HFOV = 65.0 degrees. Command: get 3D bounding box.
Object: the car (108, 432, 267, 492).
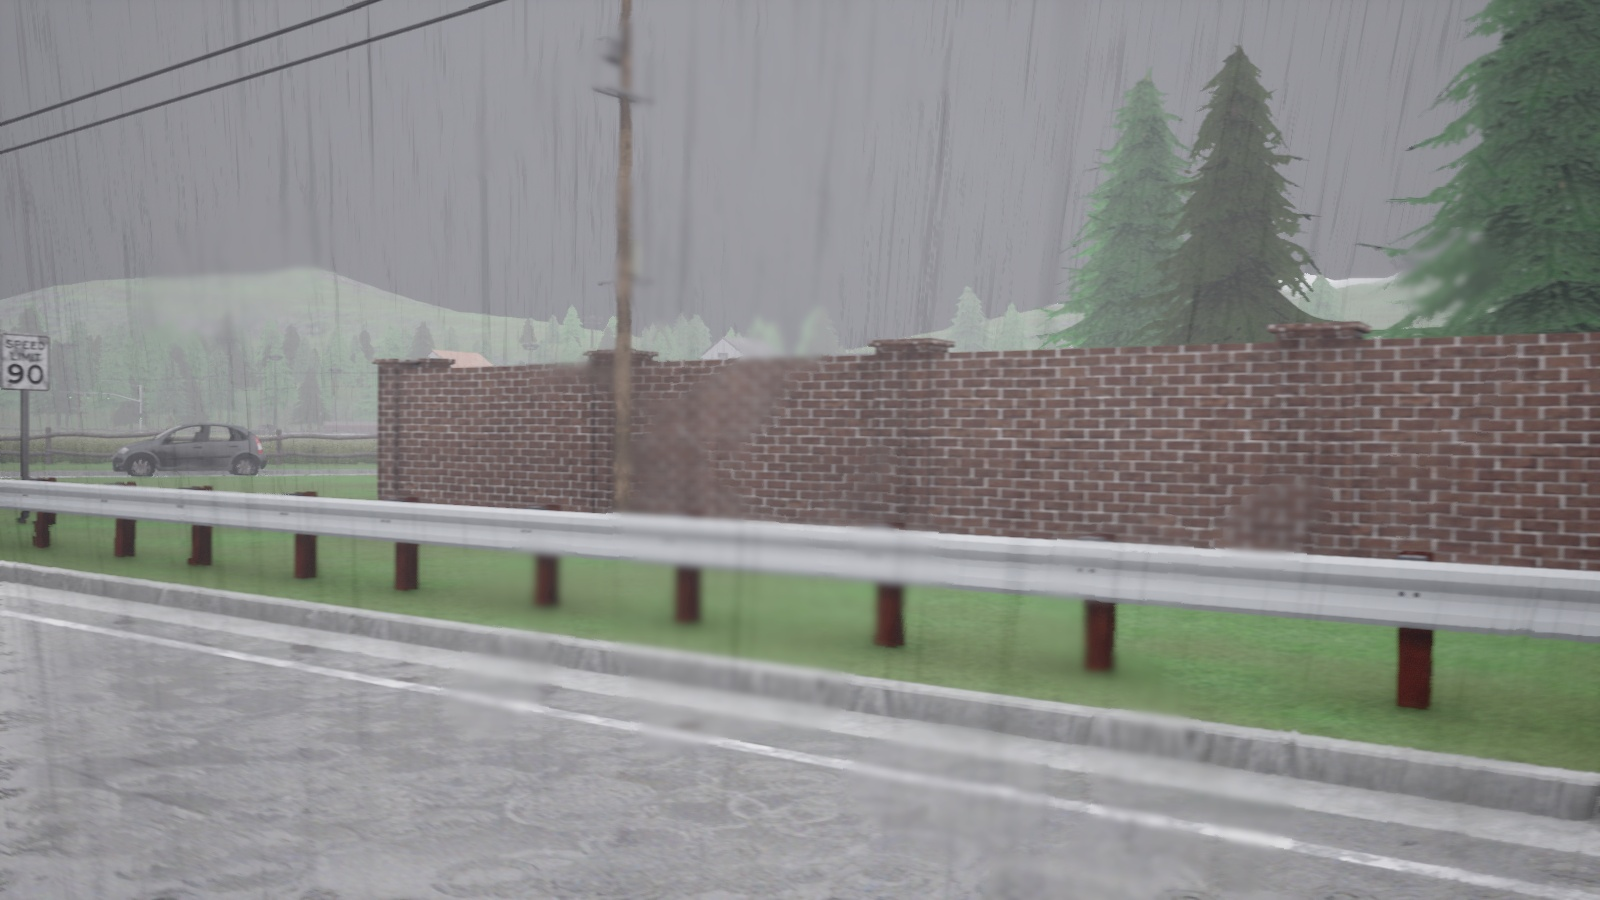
[{"bbox_3d":[-17.632,0.296,36.159,3.988,1.617,1.851,-1,1,-30],"label":"car"}]
